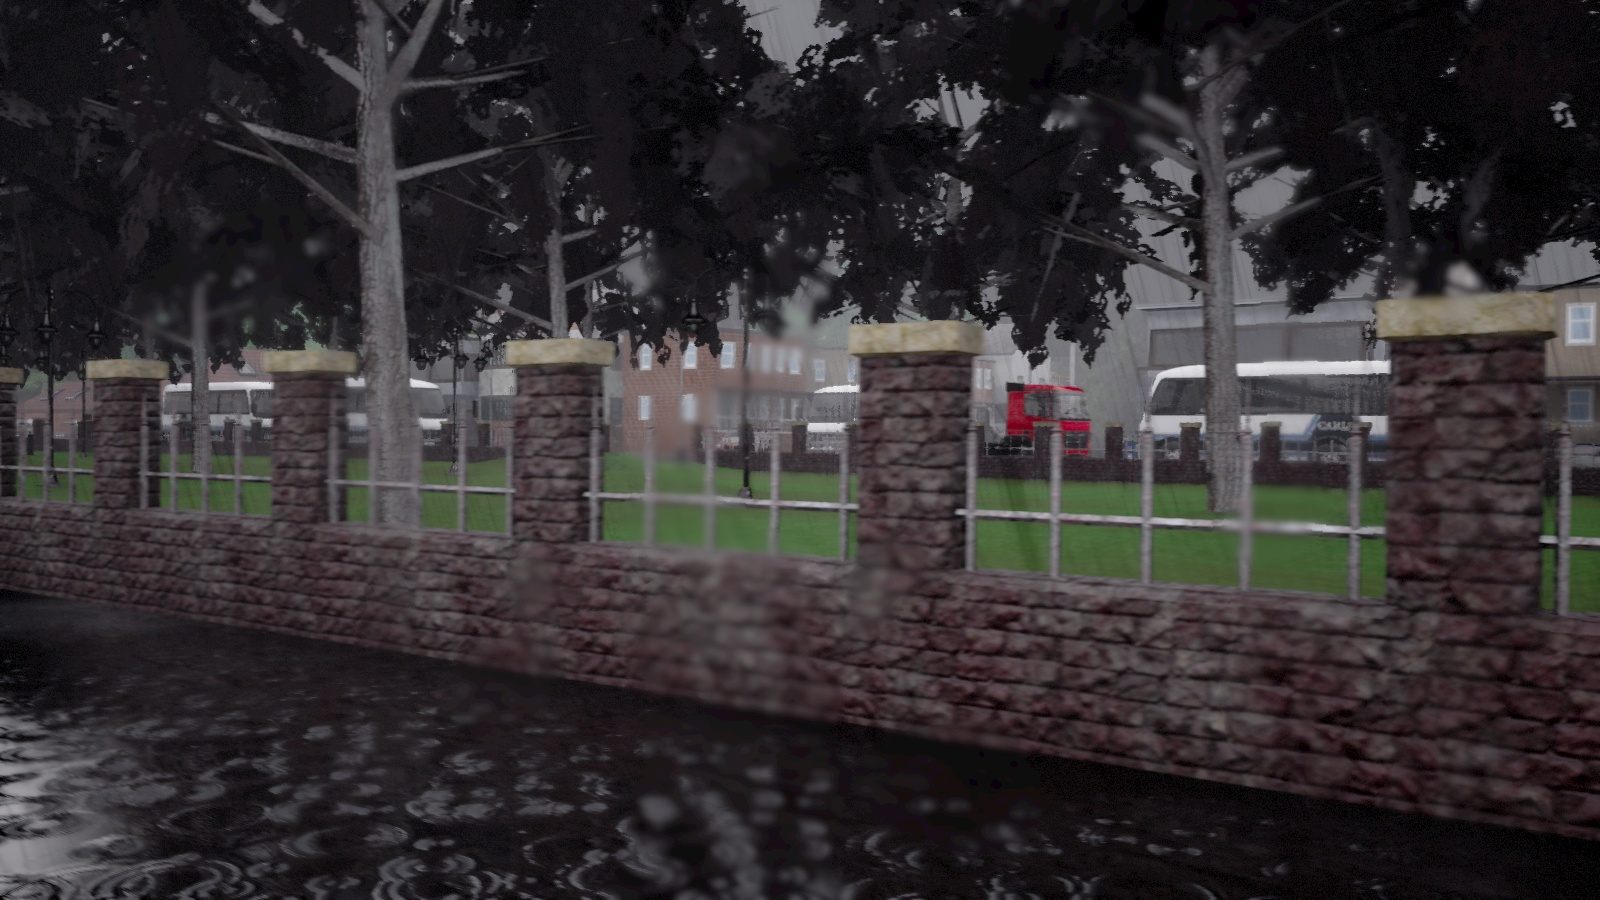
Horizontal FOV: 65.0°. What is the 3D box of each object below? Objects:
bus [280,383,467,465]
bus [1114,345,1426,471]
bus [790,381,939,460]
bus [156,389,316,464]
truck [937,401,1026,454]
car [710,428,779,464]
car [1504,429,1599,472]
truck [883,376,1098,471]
[{"bbox_3d":[-23.595,-1.376,69.224,10.273,4.253,3.944,0,1,30],"label":"bus"},{"bbox_3d":[17.415,-1.444,46.970,10.273,4.253,3.944,0,1,35],"label":"bus"},{"bbox_3d":[3.960,-1.680,73.227,3.944,4.253,10.273,0,1,34],"label":"bus"},{"bbox_3d":[-34.226,-1.373,76.037,10.273,4.253,3.944,0,1,34],"label":"bus"},{"bbox_3d":[12.517,-1.538,86.044,2.891,3.462,7.936,0,1,34],"label":"truck"},{"bbox_3d":[-2.625,-0.232,60.937,2.242,1.667,4.611,-1,1,12],"label":"car"},{"bbox_3d":[25.733,-0.004,41.465,4.181,1.385,1.994,0,1,33],"label":"car"},{"bbox_3d":[7.323,-0.986,49.038,7.936,3.462,2.891,0,1,40],"label":"truck"}]
